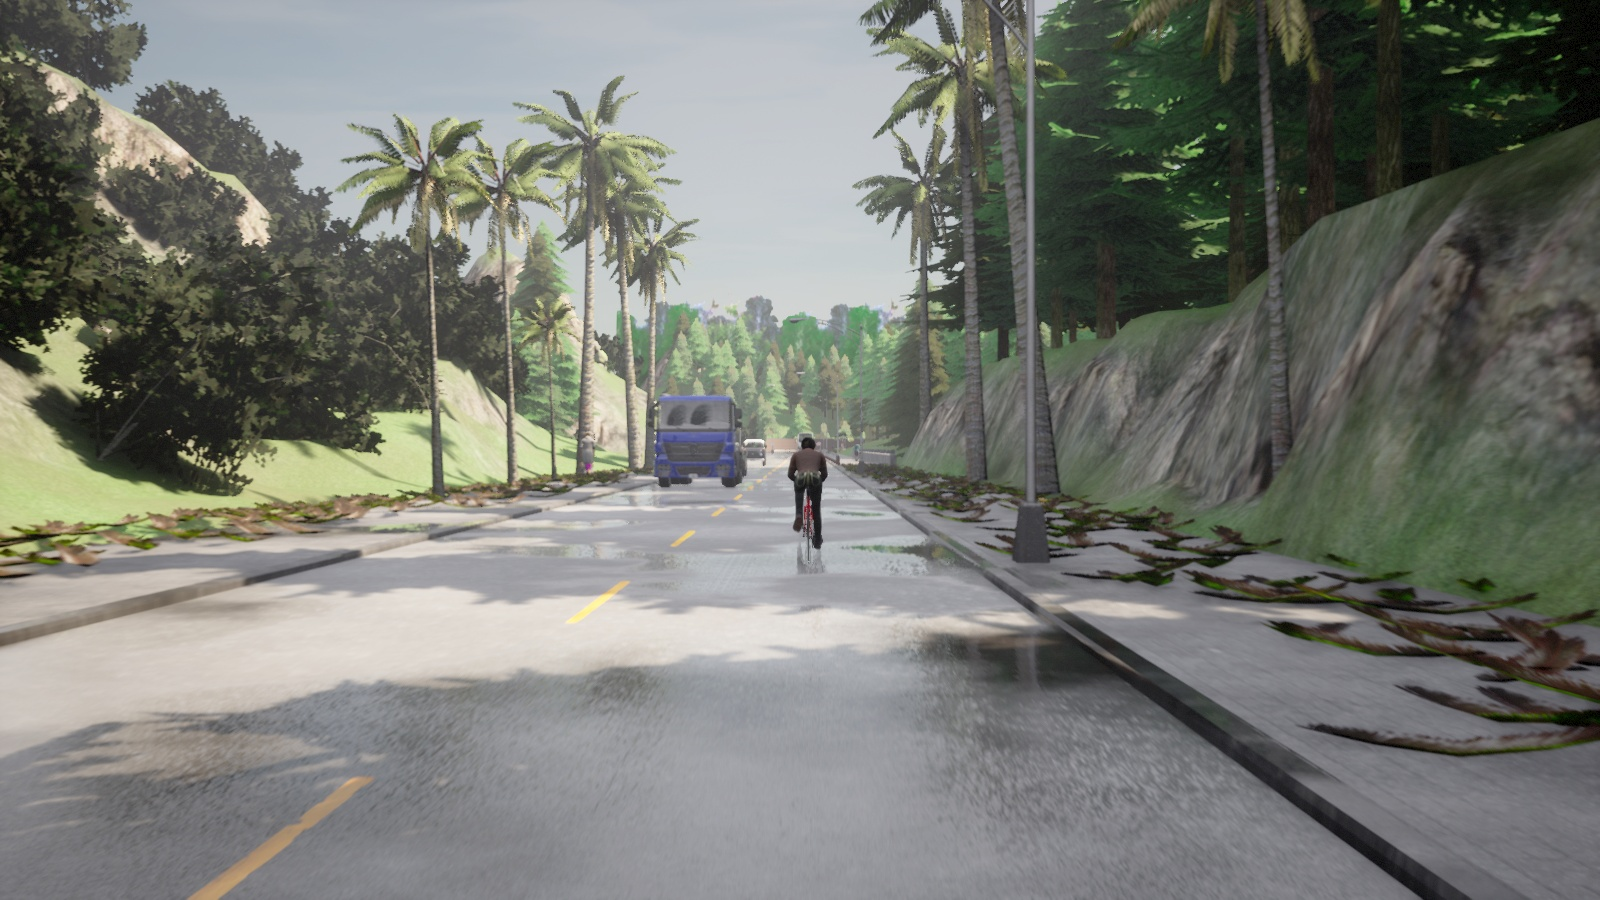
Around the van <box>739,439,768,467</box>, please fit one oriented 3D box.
[{"bbox_3d":[-3.530,0.222,95.888,2.069,2.038,4.480,0,0,0],"label":"van"}]

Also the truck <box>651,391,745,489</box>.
[{"bbox_3d":[-3.740,-0.361,47.955,2.891,3.462,7.936,0,0,0],"label":"truck"}]

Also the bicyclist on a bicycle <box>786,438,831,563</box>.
[{"bbox_3d":[0.113,0.656,17.038,0.582,1.620,1.656,0,0,0],"label":"bicyclist on a bicycle"}]

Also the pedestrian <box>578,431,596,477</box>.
[{"bbox_3d":[-9.167,0.159,54.086,0.659,1.952,0.873,0,0,-3],"label":"pedestrian"}]
